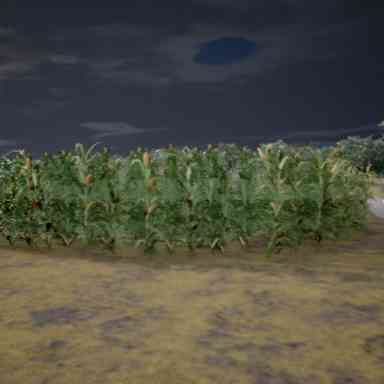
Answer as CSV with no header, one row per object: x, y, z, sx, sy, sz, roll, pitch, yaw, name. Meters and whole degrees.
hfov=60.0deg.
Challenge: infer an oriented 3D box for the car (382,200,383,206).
28.847,1.377,47.971,1.812,1.442,4.674,-1,0,18,car
